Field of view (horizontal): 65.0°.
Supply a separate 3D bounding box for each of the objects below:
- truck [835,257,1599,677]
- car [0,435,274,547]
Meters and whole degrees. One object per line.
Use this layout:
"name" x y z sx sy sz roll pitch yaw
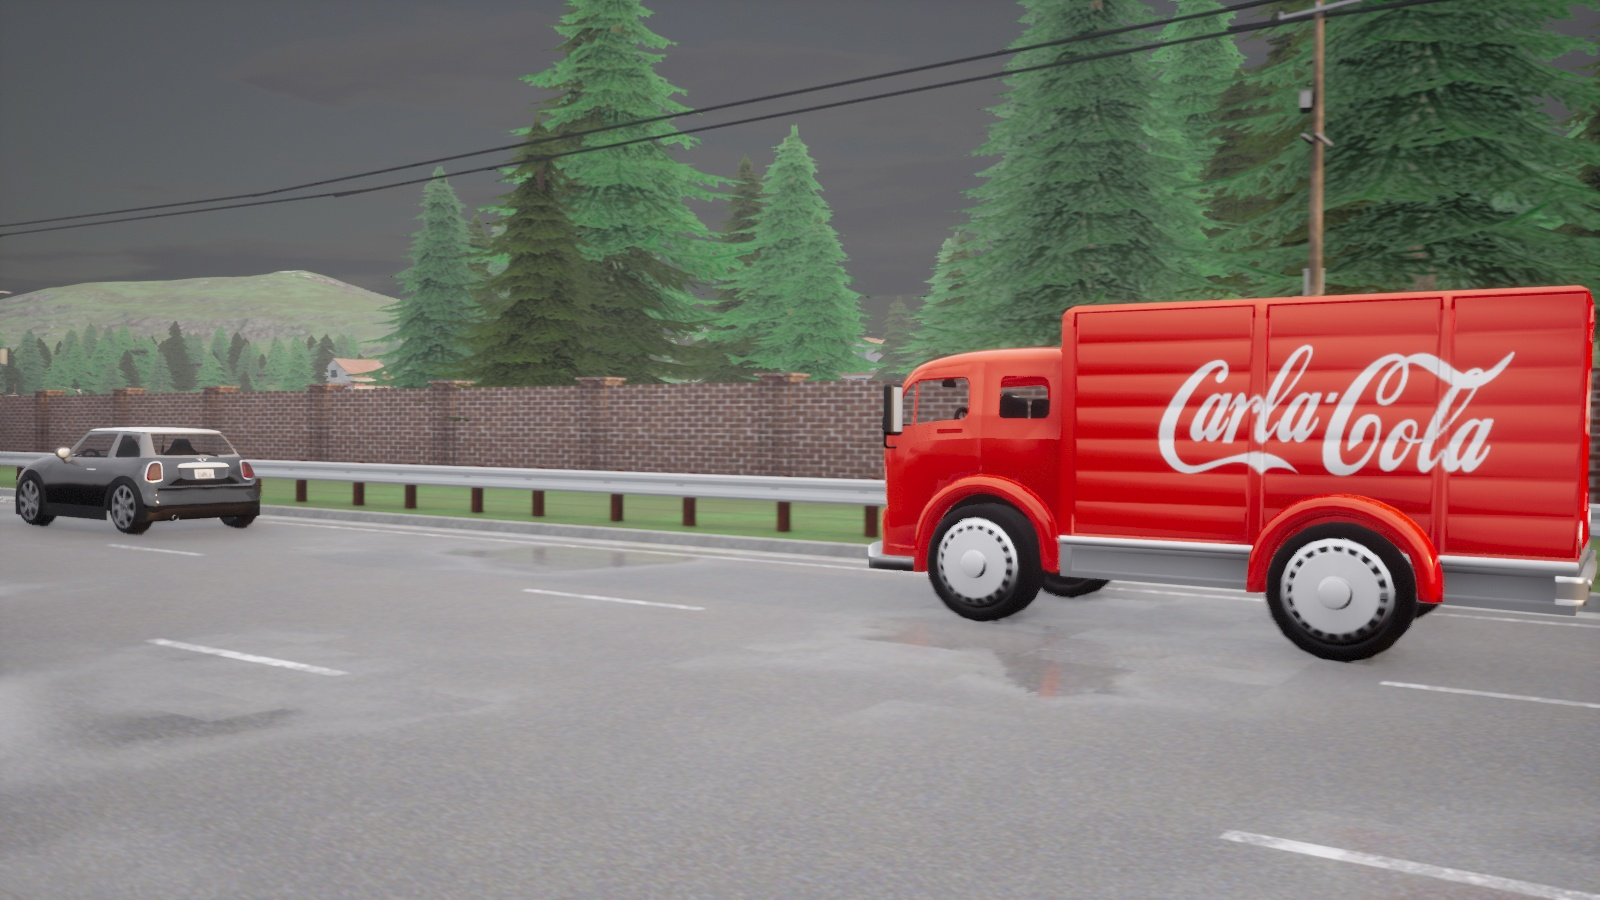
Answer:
"truck" 3.194 0.081 9.895 5.204 2.467 2.627 0 1 34
"car" -9.811 0.533 18.543 3.806 1.475 1.970 0 1 34
